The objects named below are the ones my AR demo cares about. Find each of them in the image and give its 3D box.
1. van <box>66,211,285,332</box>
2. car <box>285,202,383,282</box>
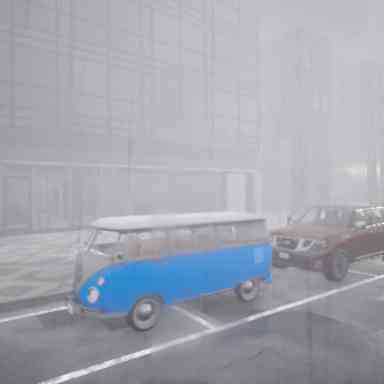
[{"bbox_3d":[-0.220,1.316,6.491,3.998,1.788,1.690,-1,0,-35],"label":"van"},{"bbox_3d":[4.347,1.249,9.747,5.009,1.841,2.192,-1,0,-35],"label":"car"}]
